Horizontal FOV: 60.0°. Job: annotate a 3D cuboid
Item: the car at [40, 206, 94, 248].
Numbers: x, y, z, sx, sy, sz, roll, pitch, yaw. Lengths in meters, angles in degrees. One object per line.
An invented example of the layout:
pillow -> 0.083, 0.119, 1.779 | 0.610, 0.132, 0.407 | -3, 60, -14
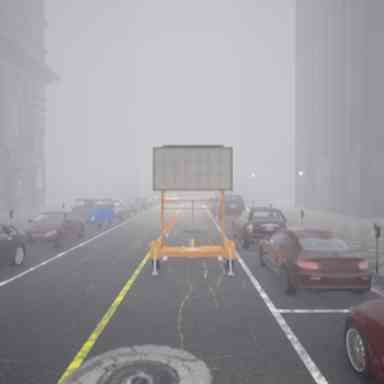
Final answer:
car -> -5.734, 1.454, 13.891 | 1.802, 1.307, 4.206 | 0, 1, 0

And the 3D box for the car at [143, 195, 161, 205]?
car -> -5.657, 1.134, 47.708 | 2.008, 1.369, 4.403 | 0, 0, 0

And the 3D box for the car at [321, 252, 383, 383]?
car -> 2.765, 1.556, 2.603 | 1.802, 1.307, 4.206 | 0, 1, 0

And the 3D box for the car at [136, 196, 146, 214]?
car -> -5.695, 1.307, 30.800 | 1.802, 1.307, 4.206 | 0, 0, 0

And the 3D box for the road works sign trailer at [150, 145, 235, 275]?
road works sign trailer -> 0.023, 0.370, 10.125 | 2.380, 3.560, 2.880 | 0, 1, 0

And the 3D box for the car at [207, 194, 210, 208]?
car -> 2.828, 1.040, 30.780 | 2.192, 1.841, 5.009 | 0, 0, 0

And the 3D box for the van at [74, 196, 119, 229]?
van -> -5.722, 1.163, 19.525 | 1.690, 1.788, 3.998 | 0, 1, 0

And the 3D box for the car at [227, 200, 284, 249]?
car -> 2.790, 1.312, 13.874 | 1.967, 1.590, 4.097 | 0, 1, 0

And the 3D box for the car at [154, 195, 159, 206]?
car -> -5.670, 1.196, 42.072 | 1.947, 1.339, 4.313 | 0, 0, 0

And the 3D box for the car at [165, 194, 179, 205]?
car -> -2.935, 1.050, 49.067 | 1.882, 1.535, 5.008 | 0, 0, 1

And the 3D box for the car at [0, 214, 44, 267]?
car -> -5.747, 1.474, 8.253 | 2.008, 1.369, 4.403 | 0, 1, 0

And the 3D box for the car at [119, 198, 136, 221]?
car -> -5.709, 1.300, 24.992 | 1.752, 1.417, 4.829 | 0, 0, 0

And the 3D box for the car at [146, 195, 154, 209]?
car -> -5.683, 1.243, 36.436 | 1.947, 1.339, 4.313 | 0, 0, 0

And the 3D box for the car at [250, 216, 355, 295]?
car -> 2.778, 1.505, 8.240 | 1.802, 1.307, 4.206 | 0, 1, 0

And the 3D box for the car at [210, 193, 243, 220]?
car -> 2.815, 1.088, 25.144 | 2.192, 1.841, 5.009 | 0, 0, 0
